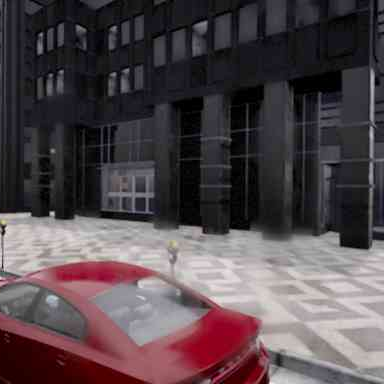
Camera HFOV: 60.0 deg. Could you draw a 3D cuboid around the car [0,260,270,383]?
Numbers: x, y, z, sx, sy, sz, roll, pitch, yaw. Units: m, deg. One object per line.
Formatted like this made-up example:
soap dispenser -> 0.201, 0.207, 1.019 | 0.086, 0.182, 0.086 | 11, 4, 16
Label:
car -> -1.366, 1.513, 3.935 | 4.507, 1.381, 1.887 | 1, 0, 35
